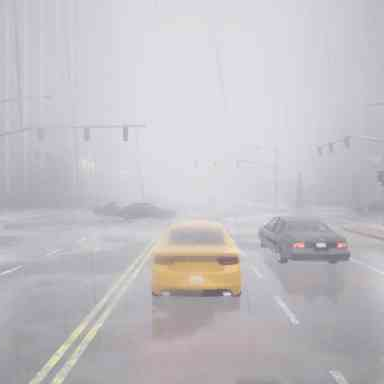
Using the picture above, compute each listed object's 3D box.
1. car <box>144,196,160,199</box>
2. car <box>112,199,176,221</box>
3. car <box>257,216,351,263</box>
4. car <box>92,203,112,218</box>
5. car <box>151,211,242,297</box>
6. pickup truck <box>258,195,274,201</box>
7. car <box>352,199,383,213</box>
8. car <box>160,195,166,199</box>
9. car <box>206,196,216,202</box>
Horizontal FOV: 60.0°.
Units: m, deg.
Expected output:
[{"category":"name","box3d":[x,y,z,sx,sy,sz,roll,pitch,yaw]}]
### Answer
[{"category":"car","box3d":[-6.671,1.491,51.771,2.128,1.511,4.902,0,0,1]},{"category":"car","box3d":[-3.564,1.525,26.345,4.674,1.442,1.812,0,0,1]},{"category":"car","box3d":[3.667,1.547,11.876,2.033,1.411,5.357,0,0,1]},{"category":"car","box3d":[-6.368,1.601,29.897,4.718,1.301,1.895,0,0,1]},{"category":"car","box3d":[0.121,1.478,8.636,1.882,1.535,5.008,0,0,1]},{"category":"pickup truck","box3d":[17.241,1.059,76.577,2.390,2.098,6.274,0,0,31]},{"category":"car","box3d":[20.211,1.505,36.615,4.892,1.490,1.837,0,0,1]},{"category":"car","box3d":[-6.566,1.477,61.687,1.882,1.535,5.008,0,0,1]},{"category":"car","box3d":[4.102,1.596,72.774,1.895,1.301,4.718,0,0,0]}]
